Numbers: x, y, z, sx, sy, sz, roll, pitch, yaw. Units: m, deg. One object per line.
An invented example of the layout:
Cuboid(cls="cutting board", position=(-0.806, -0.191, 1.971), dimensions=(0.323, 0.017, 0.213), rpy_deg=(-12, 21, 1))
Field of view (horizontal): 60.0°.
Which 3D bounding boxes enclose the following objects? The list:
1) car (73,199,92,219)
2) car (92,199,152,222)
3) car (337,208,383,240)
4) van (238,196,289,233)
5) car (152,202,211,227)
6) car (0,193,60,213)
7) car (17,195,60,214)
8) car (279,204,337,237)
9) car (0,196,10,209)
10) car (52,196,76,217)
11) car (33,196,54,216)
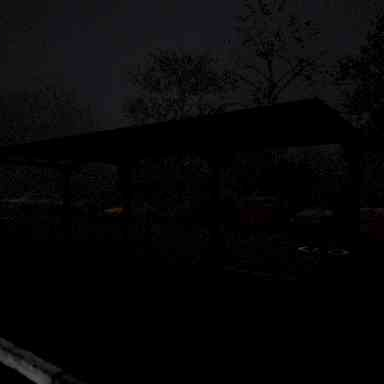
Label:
Cuboid(cls="car", position=(-6.922, 1.431, 27.591), dimensions=(2.163, 1.488, 4.792), rpy_deg=(0, 0, 35))
Cuboid(cls="car", position=(-4.780, 1.413, 25.813), dimensions=(1.946, 1.575, 5.366), rpy_deg=(0, 0, 35))
Cuboid(cls="car", position=(8.920, 1.500, 16.342), dimensions=(2.097, 1.535, 5.008), rpy_deg=(0, 0, 35))
Cuboid(cls="van", position=(4.459, 1.246, 19.647), dimensions=(1.878, 1.987, 4.442), rpy_deg=(0, 0, 35))
Cuboid(cls="car", position=(-0.157, 1.473, 22.734), dimensions=(2.163, 1.488, 4.792), rpy_deg=(0, 0, 35))
Cuboid(cls="car", position=(-16.017, 1.095, 33.955), dimensions=(2.435, 2.045, 5.566), rpy_deg=(0, 0, 35))
Cuboid(cls="car", position=(-13.733, 1.360, 32.381), dimensions=(2.097, 1.535, 5.008), rpy_deg=(0, 0, 35))
Cuboid(cls="car", position=(6.654, 1.526, 17.948), dimensions=(2.002, 1.452, 4.674), rpy_deg=(0, 0, 35))
Cuboid(cls="car", position=(-25.082, 1.308, 40.367), dimensions=(2.163, 1.488, 4.792), rpy_deg=(1, 0, 35))
Cuboid(cls="car", position=(-9.200, 1.389, 29.175), dimensions=(2.231, 1.521, 4.892), rpy_deg=(0, 0, 35))
Cuboid(cls="car", position=(-11.467, 1.374, 30.778), dimensions=(2.097, 1.535, 5.008), rpy_deg=(0, 0, 35))
